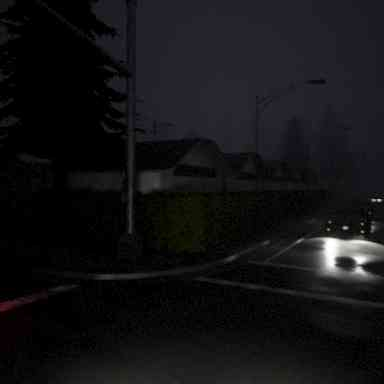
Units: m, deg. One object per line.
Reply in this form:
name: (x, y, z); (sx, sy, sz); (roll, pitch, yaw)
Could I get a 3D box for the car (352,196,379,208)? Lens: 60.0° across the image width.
car: (13.262, 1.331, 26.054); (2.033, 1.411, 5.357); (1, 1, 30)

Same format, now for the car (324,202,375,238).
car: (8.061, 1.447, 17.076); (1.994, 1.385, 4.181); (1, 1, 30)

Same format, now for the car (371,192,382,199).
car: (39.997, 0.794, 72.199); (2.128, 1.511, 4.902); (1, 1, 30)
